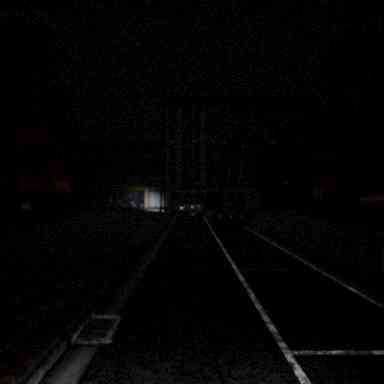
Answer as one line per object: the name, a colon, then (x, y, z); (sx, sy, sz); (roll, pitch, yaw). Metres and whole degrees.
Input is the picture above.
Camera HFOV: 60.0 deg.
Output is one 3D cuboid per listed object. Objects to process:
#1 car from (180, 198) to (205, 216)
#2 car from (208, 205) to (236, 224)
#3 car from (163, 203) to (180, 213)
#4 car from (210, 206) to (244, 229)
car: (0.307, 1.755, 39.312); (2.150, 2.045, 5.566); (0, -1, 6)
car: (2.590, 1.950, 29.659); (2.008, 1.369, 4.403); (0, -1, 0)
car: (-2.145, 2.211, 46.399); (1.895, 1.301, 4.718); (2, -1, -34)
car: (2.601, 1.764, 24.158); (1.967, 1.590, 4.097); (0, -1, 0)
